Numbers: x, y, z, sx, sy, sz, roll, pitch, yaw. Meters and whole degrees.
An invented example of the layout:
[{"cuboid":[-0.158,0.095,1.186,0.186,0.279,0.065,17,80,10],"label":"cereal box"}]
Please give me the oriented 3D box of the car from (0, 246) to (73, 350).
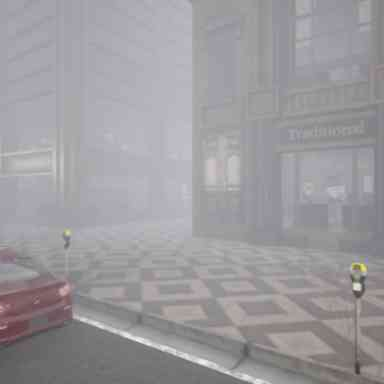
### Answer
[{"cuboid":[-3.721,1.571,5.612,4.206,1.307,1.802,0,0,35],"label":"car"}]
